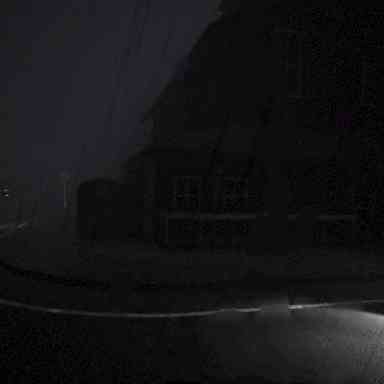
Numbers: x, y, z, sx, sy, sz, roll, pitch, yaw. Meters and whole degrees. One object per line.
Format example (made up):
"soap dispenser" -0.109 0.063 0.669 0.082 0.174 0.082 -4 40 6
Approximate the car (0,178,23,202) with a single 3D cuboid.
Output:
"car" -17.718 -0.253 31.517 2.150 2.045 5.566 2 2 -14
